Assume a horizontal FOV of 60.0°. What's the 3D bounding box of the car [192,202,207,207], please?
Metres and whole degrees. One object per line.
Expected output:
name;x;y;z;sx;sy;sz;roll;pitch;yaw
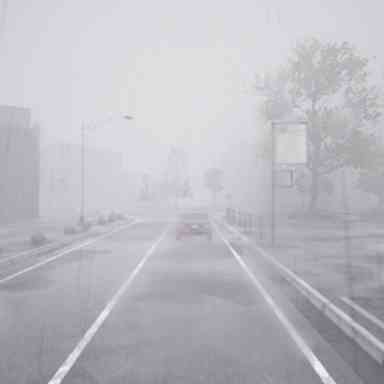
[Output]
car;0.593;2.055;33.891;1.994;1.385;4.181;0;-1;7

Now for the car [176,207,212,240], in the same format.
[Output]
car;0.102;1.726;18.090;2.033;1.411;5.357;0;-1;0
